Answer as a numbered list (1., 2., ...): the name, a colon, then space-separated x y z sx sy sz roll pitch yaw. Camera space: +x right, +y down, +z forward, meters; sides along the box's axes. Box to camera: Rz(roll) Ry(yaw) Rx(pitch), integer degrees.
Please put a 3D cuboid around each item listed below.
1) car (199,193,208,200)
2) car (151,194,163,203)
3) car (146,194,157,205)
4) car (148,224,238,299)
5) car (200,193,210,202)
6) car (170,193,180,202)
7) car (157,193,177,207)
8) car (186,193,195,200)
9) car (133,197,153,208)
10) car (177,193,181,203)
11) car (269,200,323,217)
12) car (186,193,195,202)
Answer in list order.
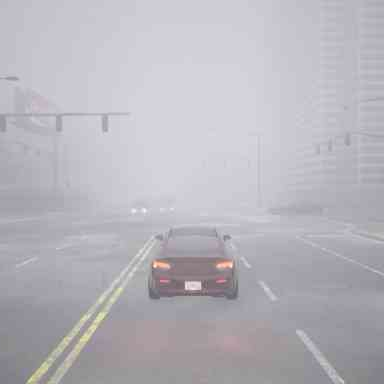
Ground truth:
1. car: 3.098 1.184 88.404 2.097 1.767 4.553 0 0 0
2. car: -7.316 1.355 69.932 2.097 1.767 4.553 0 0 0
3. car: -7.341 1.526 57.027 1.812 1.442 4.674 0 0 0
4. car: 0.028 1.526 8.307 1.812 1.442 4.674 0 0 0
5. car: 3.146 1.515 78.116 2.128 1.511 4.902 0 0 0
6. car: -3.853 1.223 77.899 2.150 2.045 5.566 0 0 0
7. car: -3.859 1.221 51.280 2.150 2.045 5.566 0 0 -4
8. car: -0.402 1.184 88.388 2.097 1.767 4.553 0 0 0
9. car: -7.307 1.601 48.203 1.895 1.301 4.718 0 0 0
10. car: -3.833 1.219 63.813 2.150 2.045 5.566 0 0 0
11. car: 9.615 1.477 30.898 5.008 1.535 1.882 0 0 -9
12. car: -0.356 1.584 78.483 1.895 1.301 4.718 0 0 0
